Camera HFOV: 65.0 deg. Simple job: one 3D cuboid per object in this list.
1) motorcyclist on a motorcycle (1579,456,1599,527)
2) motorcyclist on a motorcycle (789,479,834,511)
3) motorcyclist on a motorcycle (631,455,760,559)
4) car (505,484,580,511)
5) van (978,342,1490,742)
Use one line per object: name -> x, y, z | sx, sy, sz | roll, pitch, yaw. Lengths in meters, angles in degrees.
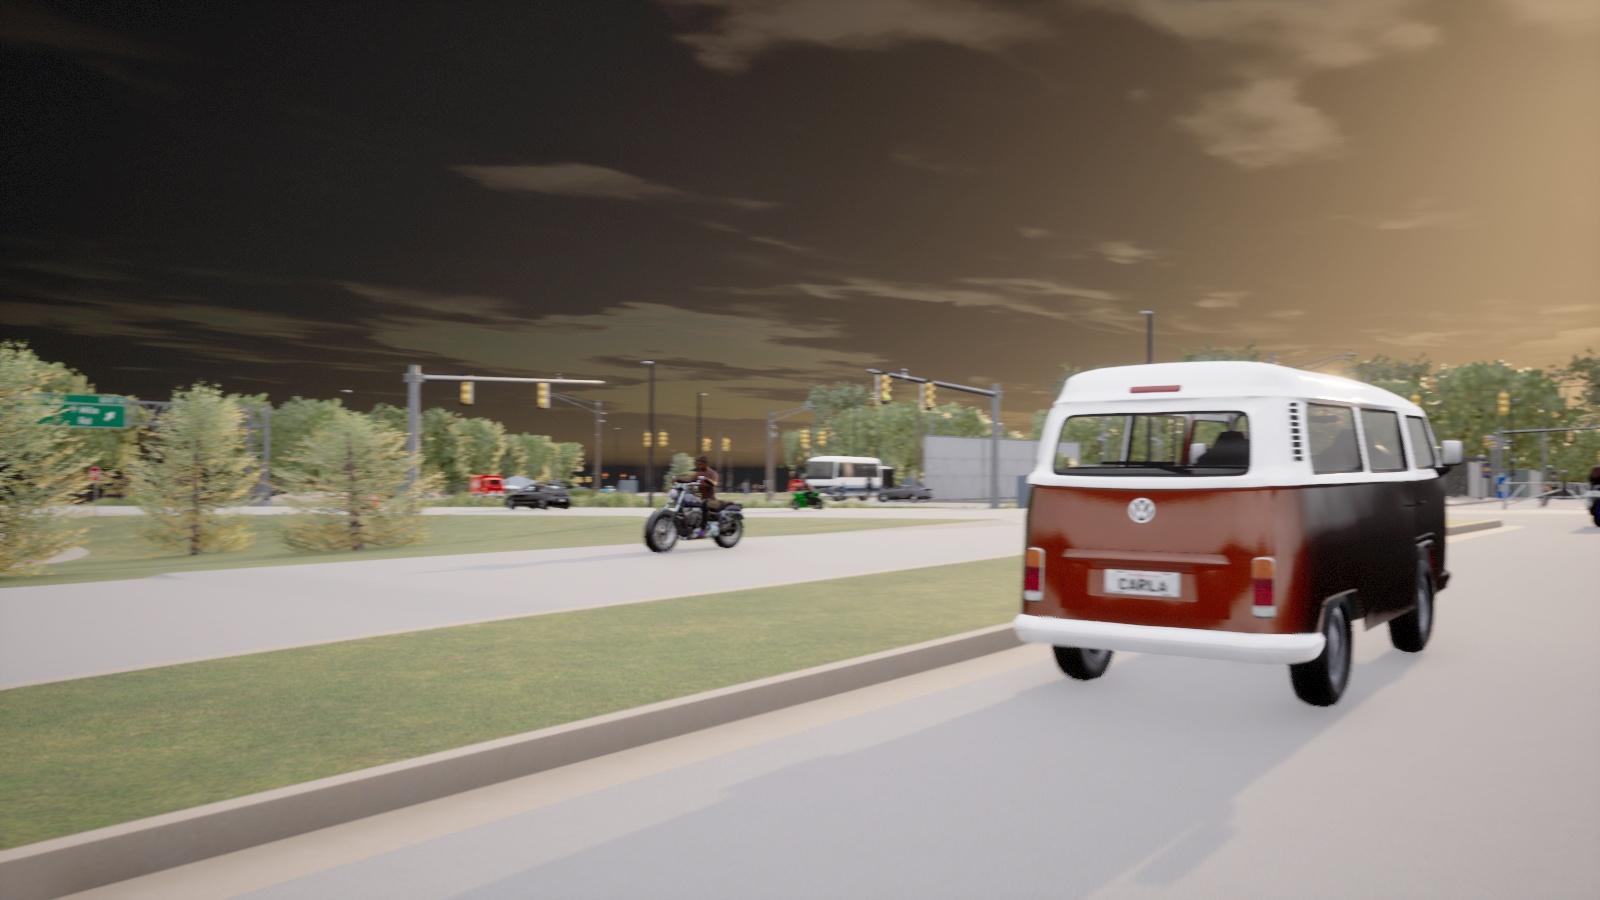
motorcyclist on a motorcycle -> 17.982, 0.905, 27.722 | 0.866, 1.530, 2.191 | -2, -2, 44
motorcyclist on a motorcycle -> 0.550, 2.127, 59.334 | 2.044, 1.523, 0.797 | -2, -2, 38
motorcyclist on a motorcycle -> -1.719, 0.913, 21.106 | 0.766, 1.649, 2.350 | -1, -1, 39
car -> -14.586, 2.713, 71.055 | 4.193, 1.474, 1.816 | -2, -2, 38
van -> 3.279, 0.473, 8.807 | 2.069, 2.038, 4.480 | -1, 0, 37
